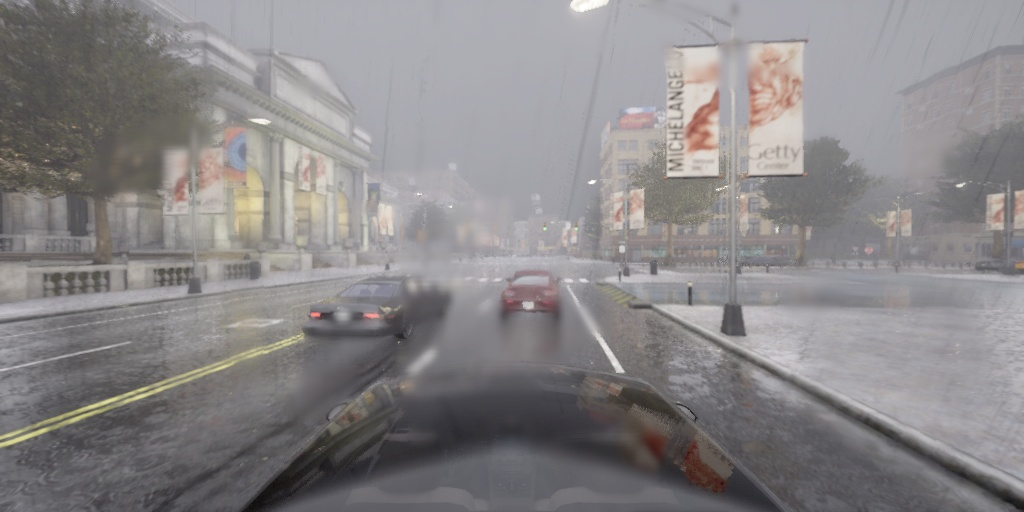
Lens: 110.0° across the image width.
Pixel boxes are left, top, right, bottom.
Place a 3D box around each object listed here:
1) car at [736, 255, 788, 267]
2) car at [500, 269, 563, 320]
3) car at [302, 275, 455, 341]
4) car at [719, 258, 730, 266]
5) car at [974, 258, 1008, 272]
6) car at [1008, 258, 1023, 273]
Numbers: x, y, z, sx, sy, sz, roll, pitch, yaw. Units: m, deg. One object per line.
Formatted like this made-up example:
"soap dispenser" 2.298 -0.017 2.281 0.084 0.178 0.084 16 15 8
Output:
"car" 32.024 0.756 45.964 5.357 1.411 2.033 0 1 6
"car" 0.711 1.155 11.994 1.812 1.442 4.674 0 1 6
"car" -3.067 1.208 9.555 2.033 1.411 5.357 0 1 6
"car" 31.274 0.660 49.539 4.902 1.511 2.128 0 1 6
"car" 49.718 0.875 36.103 4.181 1.385 1.994 0 1 6
"car" 49.376 0.830 32.619 5.008 1.535 1.882 0 1 6
